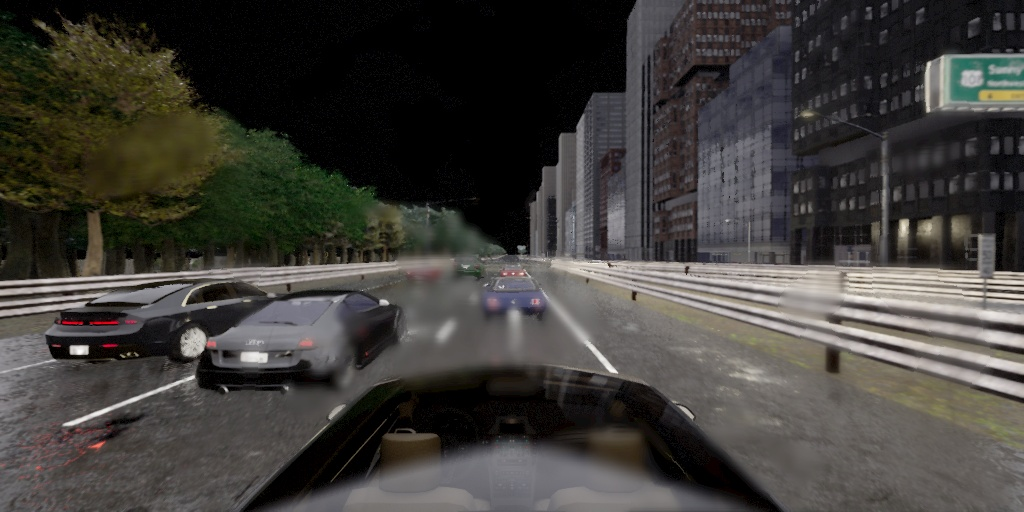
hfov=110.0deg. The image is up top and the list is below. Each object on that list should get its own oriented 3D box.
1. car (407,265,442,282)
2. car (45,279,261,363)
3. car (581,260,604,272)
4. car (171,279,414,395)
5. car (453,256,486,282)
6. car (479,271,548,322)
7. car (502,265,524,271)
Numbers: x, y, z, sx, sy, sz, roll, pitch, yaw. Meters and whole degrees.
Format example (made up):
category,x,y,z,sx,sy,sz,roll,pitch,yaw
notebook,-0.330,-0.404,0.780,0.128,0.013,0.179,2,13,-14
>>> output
category,x,y,z,sx,sy,sz,roll,pitch,yaw
car,-6.914,1.359,28.934,1.895,1.301,4.718,0,0,0
car,-6.901,1.255,8.143,1.837,1.490,4.892,0,0,0
car,11.043,1.334,48.808,2.163,1.488,4.792,0,0,-15
car,-3.400,1.314,6.743,1.994,1.385,4.181,0,0,0
car,-3.413,0.980,29.497,2.150,2.045,5.566,0,0,0
car,0.097,1.352,12.349,1.895,1.301,4.718,0,0,0
car,0.085,1.359,28.881,1.895,1.301,4.718,0,0,0
